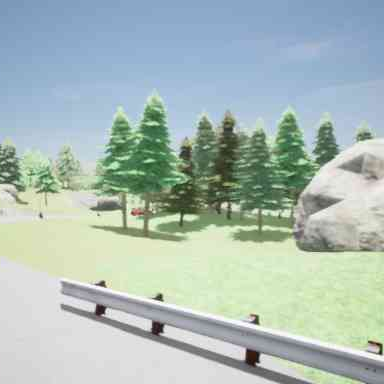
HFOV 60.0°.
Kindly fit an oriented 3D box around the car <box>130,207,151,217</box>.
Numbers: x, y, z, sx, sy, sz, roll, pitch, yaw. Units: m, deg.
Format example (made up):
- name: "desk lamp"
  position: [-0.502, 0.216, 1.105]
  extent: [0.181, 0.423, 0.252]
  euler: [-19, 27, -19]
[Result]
- name: "car"
  position: [-11.925, 4.698, 77.548]
  extent: [2.150, 2.045, 5.566]
  euler: [0, -4, 41]
